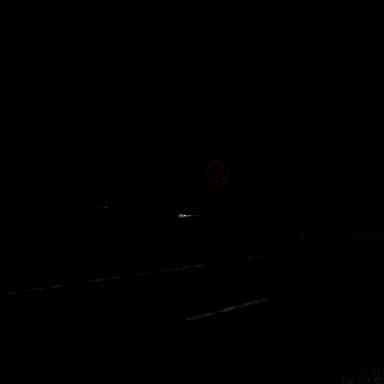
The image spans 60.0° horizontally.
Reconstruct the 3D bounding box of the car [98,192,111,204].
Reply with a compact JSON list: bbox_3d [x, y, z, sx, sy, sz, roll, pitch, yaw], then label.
[{"bbox_3d":[-14.734,1.132,57.446,2.150,2.045,5.566,1,1,-32],"label":"car"}]

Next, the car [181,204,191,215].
[{"bbox_3d":[-1.871,1.801,36.941,1.994,1.385,4.181,1,0,-32],"label":"car"}]
